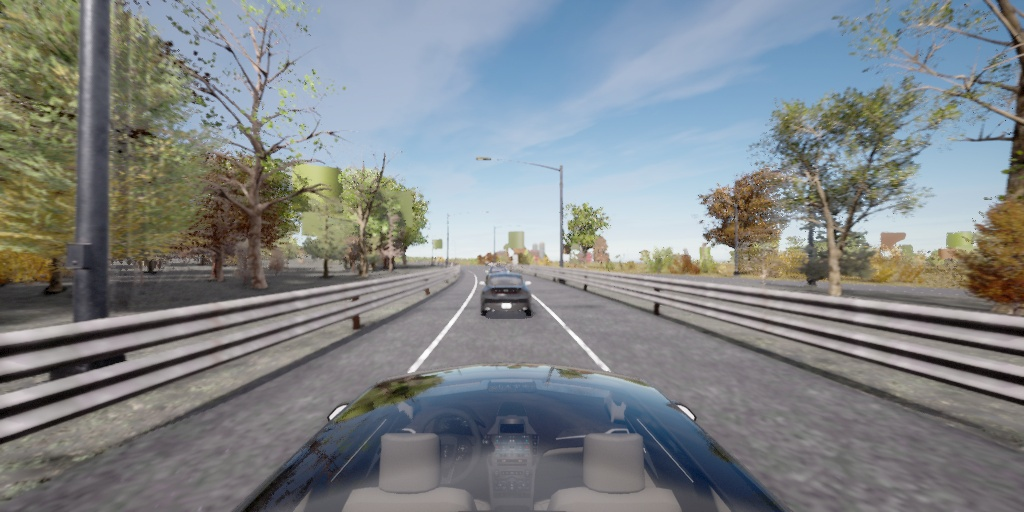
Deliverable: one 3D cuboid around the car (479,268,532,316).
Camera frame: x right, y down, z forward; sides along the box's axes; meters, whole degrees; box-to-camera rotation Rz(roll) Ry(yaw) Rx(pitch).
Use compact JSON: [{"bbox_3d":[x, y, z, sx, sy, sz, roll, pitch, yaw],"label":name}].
[{"bbox_3d":[-0.263,1.423,14.340,1.837,1.490,4.892,0,0,-2],"label":"car"}]
